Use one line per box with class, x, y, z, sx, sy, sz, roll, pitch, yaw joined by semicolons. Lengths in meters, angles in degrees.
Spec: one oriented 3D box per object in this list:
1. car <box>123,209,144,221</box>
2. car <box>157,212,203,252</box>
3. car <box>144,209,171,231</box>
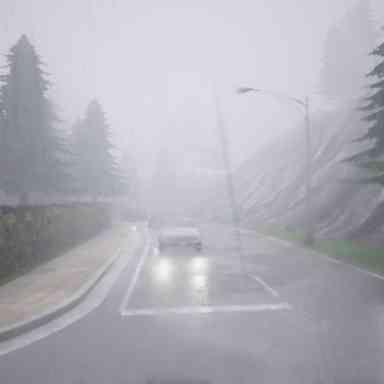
car;-6.331;2.564;37.488;1.895;1.301;4.718;0;-1;-26
car;-0.642;1.924;16.048;1.812;1.442;4.674;0;-1;-6
car;-2.347;2.165;26.332;1.837;1.490;4.892;0;-1;-15
